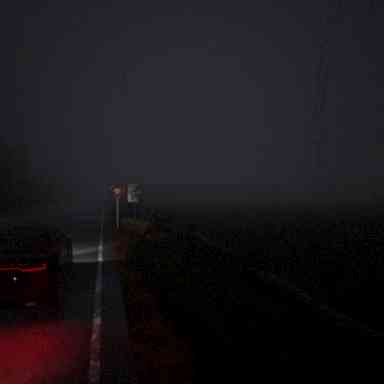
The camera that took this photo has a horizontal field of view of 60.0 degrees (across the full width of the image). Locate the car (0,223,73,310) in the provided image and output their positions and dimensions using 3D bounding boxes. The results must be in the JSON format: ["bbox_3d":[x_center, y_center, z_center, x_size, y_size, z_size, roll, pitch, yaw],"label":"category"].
[{"bbox_3d":[-3.946,1.471,7.805,1.882,1.535,5.008,0,0,-15],"label":"car"}]
